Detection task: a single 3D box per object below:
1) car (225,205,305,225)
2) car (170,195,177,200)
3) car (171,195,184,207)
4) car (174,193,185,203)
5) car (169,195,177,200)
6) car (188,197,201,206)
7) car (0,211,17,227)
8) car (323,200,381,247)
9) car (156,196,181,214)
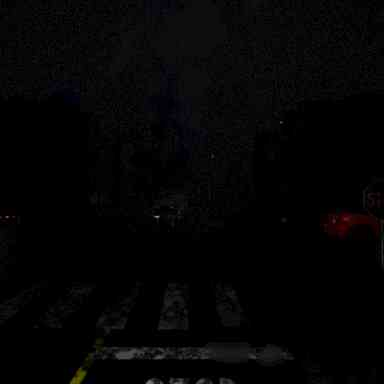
[{"bbox_3d":[5.070,1.591,23.447,5.357,1.411,2.033,-1,-1,11],"label":"car"},{"bbox_3d":[-5.269,1.501,94.619,1.752,1.417,4.829,1,0,0],"label":"car"},{"bbox_3d":[-2.540,1.543,49.255,1.994,1.385,4.181,0,0,-1],"label":"car"},{"bbox_3d":[-2.468,1.496,65.003,1.812,1.442,4.674,0,0,0],"label":"car"},{"bbox_3d":[-5.228,1.525,92.646,2.008,1.369,4.403,1,0,0],"label":"car"},{"bbox_3d":[0.401,1.541,52.880,1.994,1.385,4.181,0,0,0],"label":"car"},{"bbox_3d":[-14.706,1.718,22.362,5.357,1.411,2.033,0,-1,7],"label":"car"},{"bbox_3d":[7.702,1.130,13.086,4.553,1.767,2.097,-1,-1,0],"label":"car"},{"bbox_3d":[-2.601,1.466,35.170,1.882,1.535,5.008,0,0,2],"label":"car"}]
